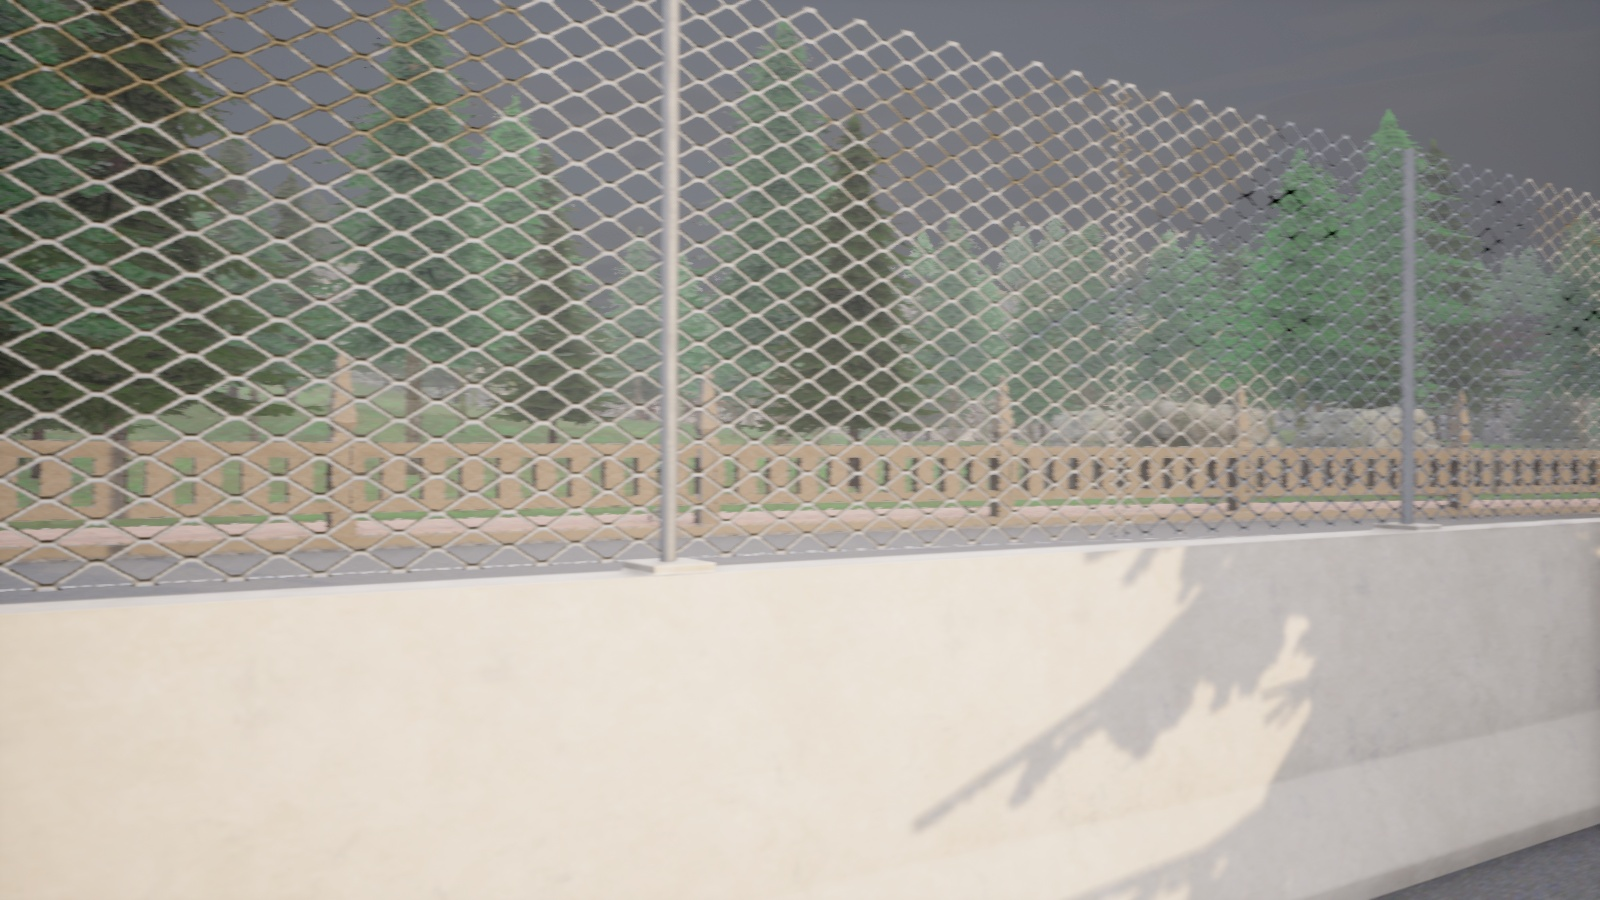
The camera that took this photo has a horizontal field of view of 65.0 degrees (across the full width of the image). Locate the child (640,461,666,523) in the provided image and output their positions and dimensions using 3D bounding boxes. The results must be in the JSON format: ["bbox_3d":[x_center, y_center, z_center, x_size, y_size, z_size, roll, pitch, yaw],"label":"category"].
[{"bbox_3d":[-2.675,0.761,22.904,0.394,1.110,0.255,0,0,-36],"label":"child"}]
